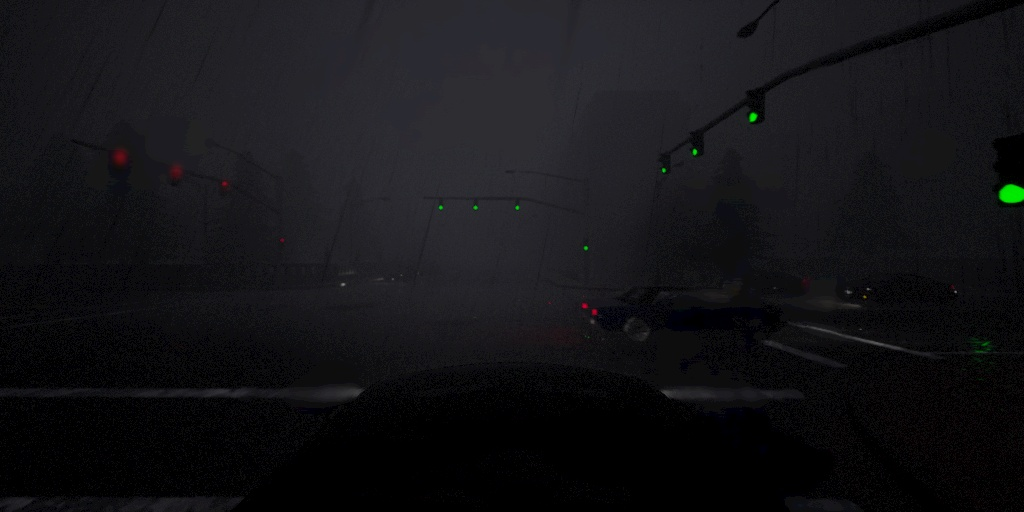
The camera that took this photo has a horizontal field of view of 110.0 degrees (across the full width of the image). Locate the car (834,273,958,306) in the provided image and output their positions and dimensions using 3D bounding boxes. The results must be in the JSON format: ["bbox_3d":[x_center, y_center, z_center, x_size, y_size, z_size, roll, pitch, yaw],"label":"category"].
[{"bbox_3d":[17.506,1.490,16.496,4.181,1.385,1.994,0,-1,0],"label":"car"}]

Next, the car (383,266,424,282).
[{"bbox_3d":[-10.021,1.590,32.890,2.033,1.411,5.357,0,-1,0],"label":"car"}]

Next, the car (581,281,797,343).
[{"bbox_3d":[4.343,1.437,9.447,4.718,1.301,1.895,0,-1,0],"label":"car"}]

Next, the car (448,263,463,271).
[{"bbox_3d":[-9.810,1.904,62.892,1.994,1.385,4.181,0,-1,1],"label":"car"}]

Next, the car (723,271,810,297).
[{"bbox_3d":[13.984,1.518,20.010,4.181,1.385,1.994,0,-1,0],"label":"car"}]

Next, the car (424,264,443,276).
[{"bbox_3d":[-9.964,1.706,44.592,2.033,1.411,5.357,0,-1,1],"label":"car"}]
